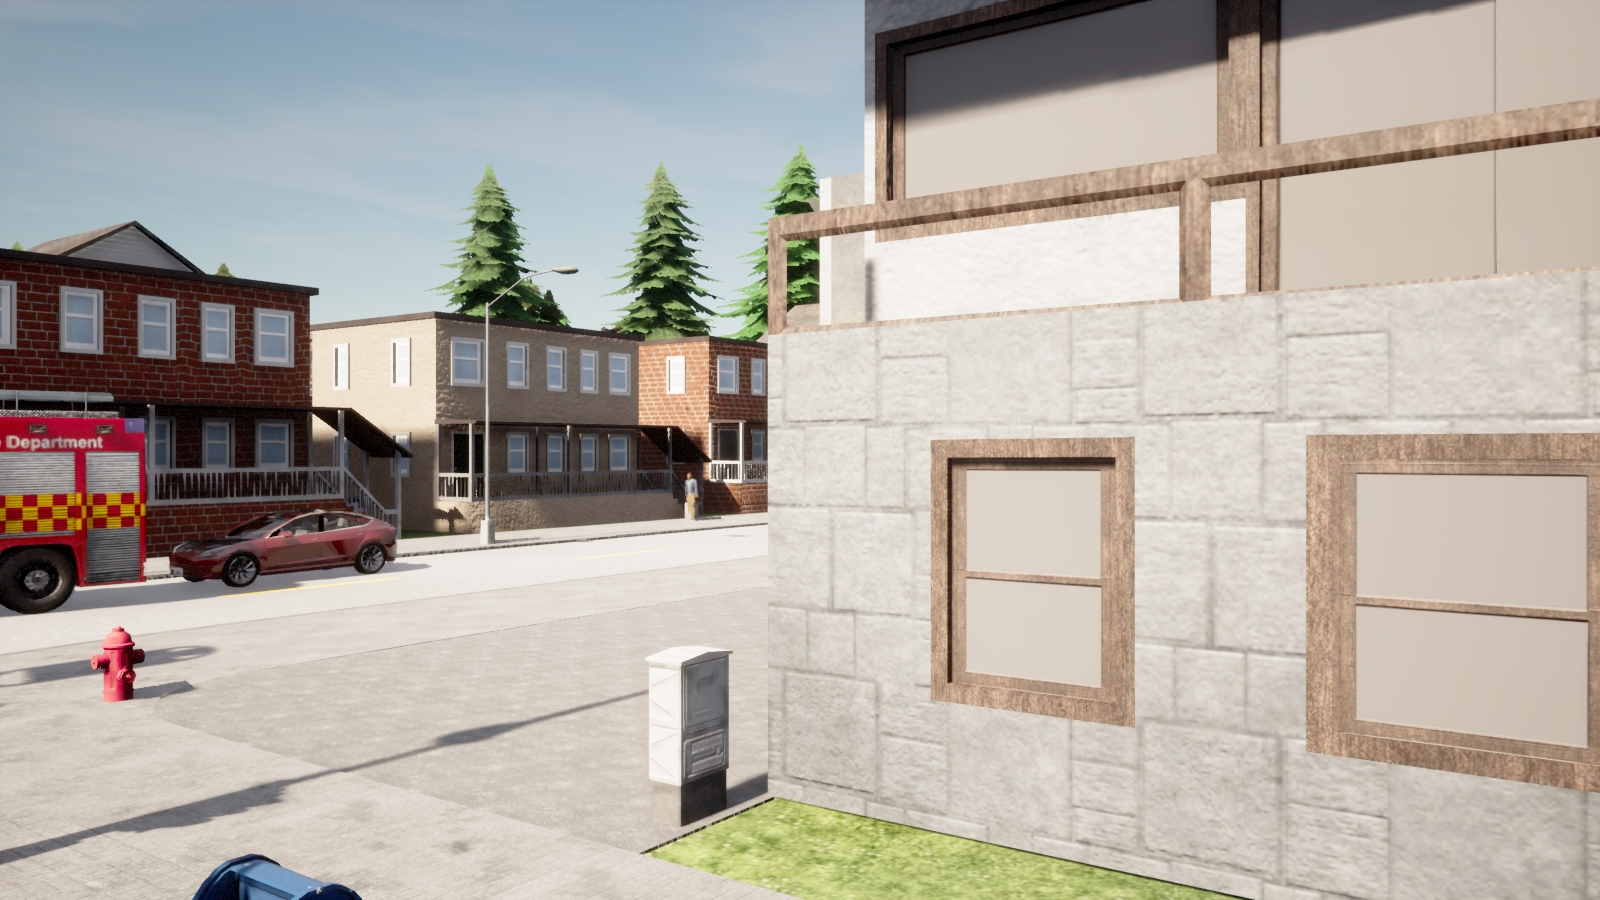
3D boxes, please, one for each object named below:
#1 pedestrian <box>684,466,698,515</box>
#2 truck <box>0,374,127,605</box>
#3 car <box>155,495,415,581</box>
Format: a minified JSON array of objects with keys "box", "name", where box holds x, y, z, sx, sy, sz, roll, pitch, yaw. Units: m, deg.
[{"box":[-4.120,1.524,43.245,0.375,1.860,0.375,0,0,35],"name":"pedestrian"},{"box":[-15.925,0.669,18.208,2.891,3.827,8.468,0,0,43],"name":"truck"},{"box":[-11.188,1.843,25.149,2.163,1.488,4.792,0,0,35],"name":"car"}]
